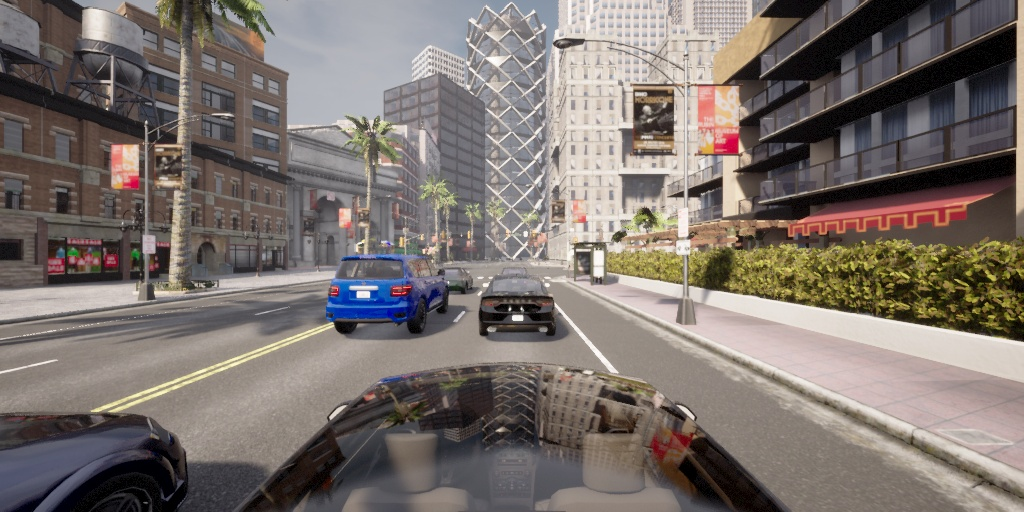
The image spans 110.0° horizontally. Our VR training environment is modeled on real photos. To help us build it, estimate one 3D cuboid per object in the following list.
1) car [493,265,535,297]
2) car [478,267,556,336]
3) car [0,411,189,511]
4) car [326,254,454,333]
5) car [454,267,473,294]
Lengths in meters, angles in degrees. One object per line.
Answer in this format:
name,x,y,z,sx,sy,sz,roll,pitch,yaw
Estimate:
car,0.139,1.297,20.041,2.033,1.411,5.357,0,0,0
car,0.128,1.228,10.451,1.882,1.535,5.008,0,0,0
car,-3.341,1.314,0.846,1.994,1.385,4.181,0,0,0
car,-3.379,0.971,10.855,2.150,2.045,5.566,0,0,0
car,-3.355,1.314,20.214,1.994,1.385,4.181,0,0,0
